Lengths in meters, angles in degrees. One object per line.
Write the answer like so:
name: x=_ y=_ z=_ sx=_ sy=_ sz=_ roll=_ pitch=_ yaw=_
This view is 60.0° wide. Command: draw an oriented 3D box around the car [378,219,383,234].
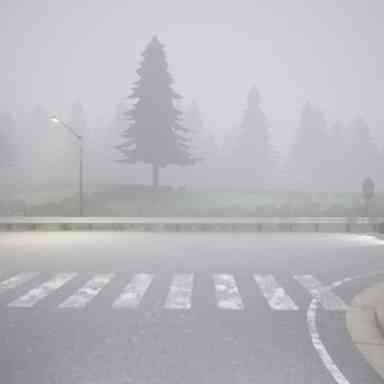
car: x=10.595 y=1.405 z=14.620 sx=4.181 sy=1.385 sz=1.994 roll=0 pitch=1 yaw=1
